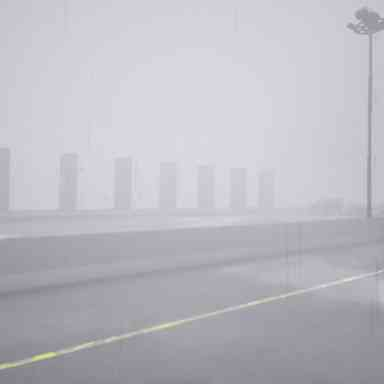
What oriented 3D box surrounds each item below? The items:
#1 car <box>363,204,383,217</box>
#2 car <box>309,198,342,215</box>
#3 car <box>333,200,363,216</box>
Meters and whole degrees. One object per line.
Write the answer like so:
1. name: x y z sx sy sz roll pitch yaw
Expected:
1. car: 21.632 2.091 37.103 4.902 1.511 2.128 1 -1 -37
2. car: 17.373 1.815 42.658 5.566 2.045 2.150 1 -1 -37
3. car: 19.574 2.090 39.933 4.902 1.511 2.128 1 -1 -37
